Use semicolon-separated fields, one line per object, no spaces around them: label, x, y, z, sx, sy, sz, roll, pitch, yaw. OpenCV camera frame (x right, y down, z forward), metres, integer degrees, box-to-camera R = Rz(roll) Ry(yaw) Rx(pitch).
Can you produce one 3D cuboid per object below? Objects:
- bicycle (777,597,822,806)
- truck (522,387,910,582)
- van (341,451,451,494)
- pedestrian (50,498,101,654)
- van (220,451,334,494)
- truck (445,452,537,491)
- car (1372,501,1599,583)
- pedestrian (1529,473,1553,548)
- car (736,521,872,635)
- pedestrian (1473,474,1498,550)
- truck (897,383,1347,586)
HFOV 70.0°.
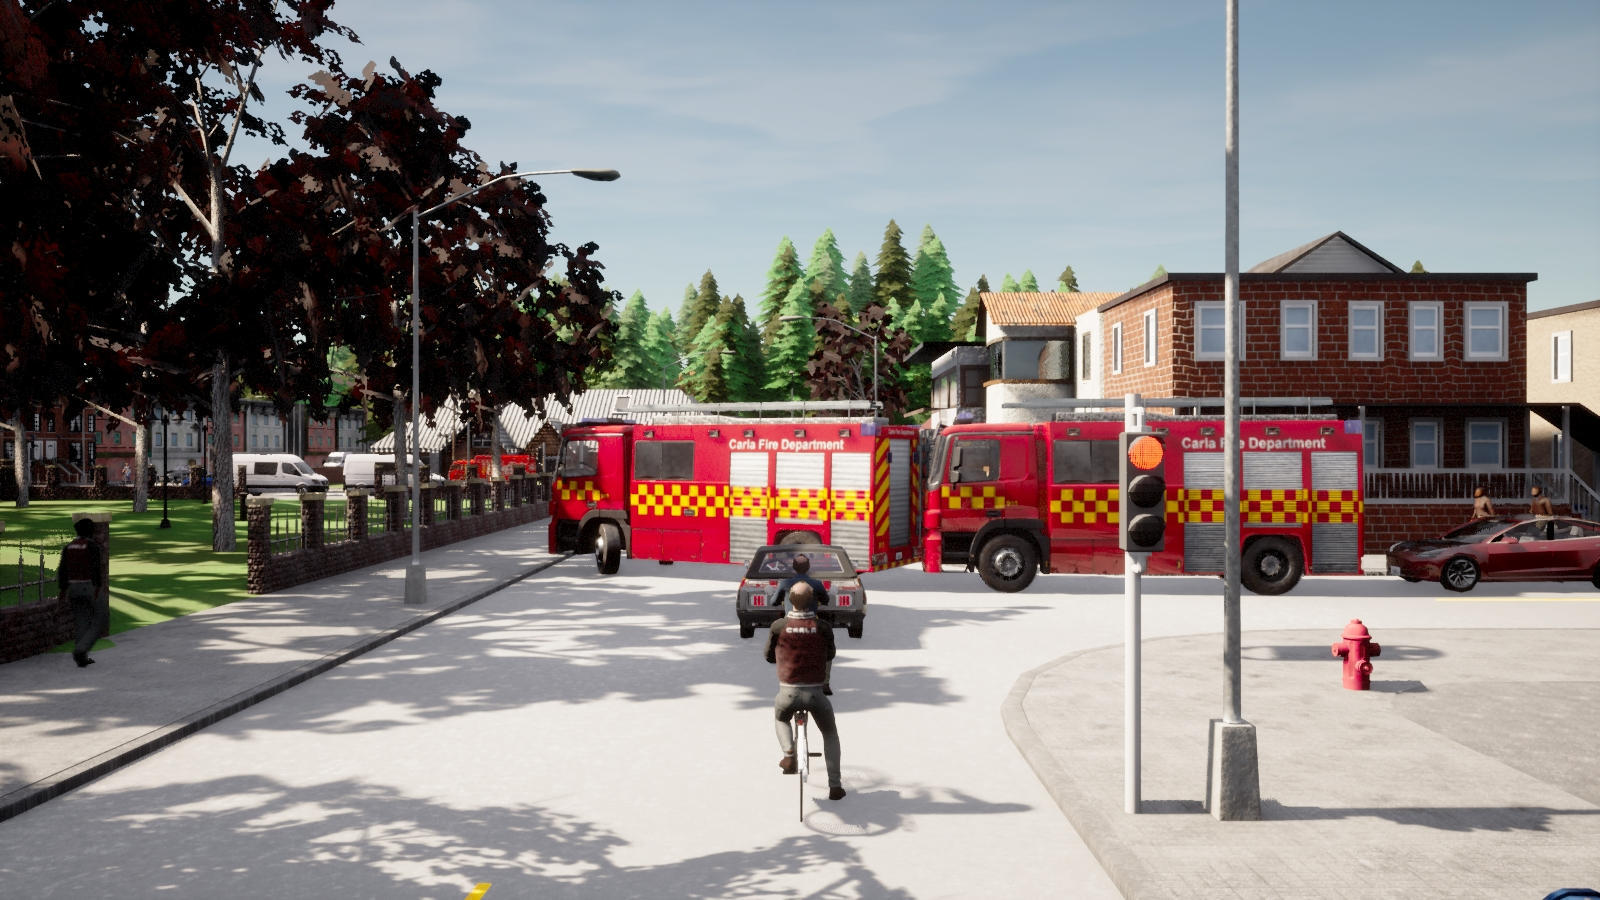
bicycle;-0.005;1.940;9.200;0.329;1.271;1.835;0;0;0
truck;-2.007;0.672;25.771;8.468;3.827;2.891;0;0;28
van;-24.299;1.314;68.785;5.915;2.561;1.988;0;0;1
pedestrian;-8.860;1.525;13.981;0.375;1.860;0.375;0;0;4
van;-31.465;1.314;68.839;5.915;2.561;1.988;0;0;1
truck;-19.637;1.348;72.795;5.204;2.467;2.627;0;0;-1
car;14.646;1.843;23.389;4.792;1.488;2.163;0;0;0
pedestrian;18.539;1.516;28.587;0.375;1.860;0.375;0;0;3
car;0.052;1.935;18.331;1.895;1.301;4.718;0;0;0
pedestrian;16.937;1.516;28.239;0.375;1.860;0.375;0;0;-4
truck;6.255;0.669;23.450;8.468;3.827;2.891;0;0;5
